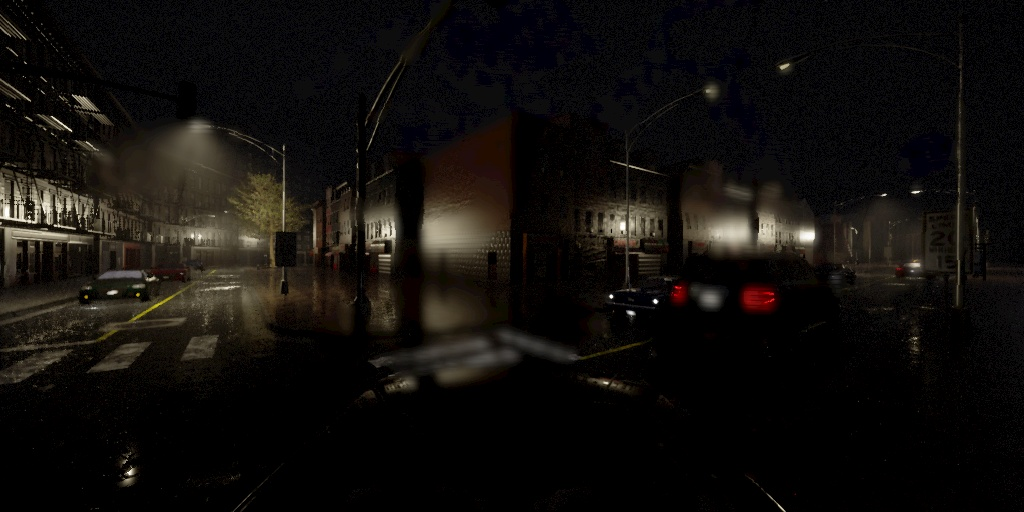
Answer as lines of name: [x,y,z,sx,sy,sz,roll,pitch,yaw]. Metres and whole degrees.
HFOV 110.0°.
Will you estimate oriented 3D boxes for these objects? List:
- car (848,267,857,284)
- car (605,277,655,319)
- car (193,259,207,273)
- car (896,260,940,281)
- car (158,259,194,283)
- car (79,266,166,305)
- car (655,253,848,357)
car: [21.707,1.232,24.320,5.357,1.411,2.033,0,0,-37]
car: [5.148,1.316,11.672,4.718,1.301,1.895,0,0,-38]
car: [-35.044,1.019,39.473,1.812,1.442,4.674,0,0,-37]
car: [33.412,1.249,29.618,4.181,1.385,1.994,0,0,-37]
car: [-25.819,1.234,27.193,1.882,1.535,5.008,0,0,-37]
car: [-17.437,1.308,16.159,1.994,1.385,4.181,0,0,-37]
car: [6.097,0.950,8.805,5.566,2.045,2.150,0,0,-37]
